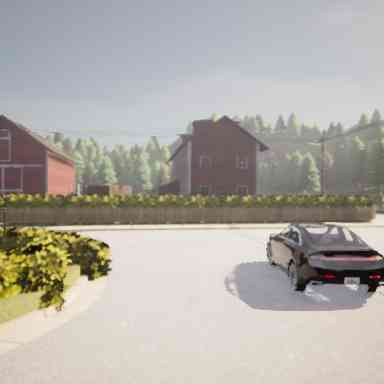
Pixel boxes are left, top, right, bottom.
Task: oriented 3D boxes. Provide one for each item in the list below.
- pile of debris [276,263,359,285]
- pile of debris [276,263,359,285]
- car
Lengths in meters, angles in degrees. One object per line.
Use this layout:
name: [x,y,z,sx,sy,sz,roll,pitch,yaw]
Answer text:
pile of debris: [3.466,2.291,9.460,1.500,0.140,1.860,0,-1,-9]
pile of debris: [3.466,2.291,9.460,1.500,0.140,1.860,0,-1,-9]
car: [3.332,1.603,9.140,2.128,1.511,4.902,0,-1,2]
